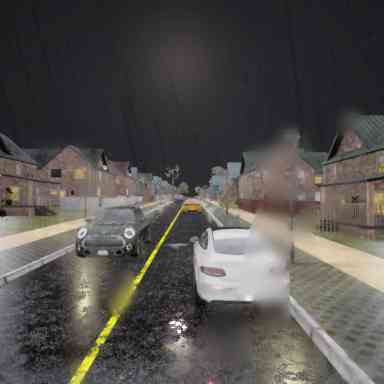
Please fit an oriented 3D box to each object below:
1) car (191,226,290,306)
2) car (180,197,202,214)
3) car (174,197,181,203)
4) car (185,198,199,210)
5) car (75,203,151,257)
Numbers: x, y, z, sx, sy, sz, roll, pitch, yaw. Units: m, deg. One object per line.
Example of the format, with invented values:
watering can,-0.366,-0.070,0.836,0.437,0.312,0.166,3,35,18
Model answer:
car,0.952,1.532,7.903,1.812,1.442,4.674,0,0,0
car,0.029,1.522,36.295,1.882,1.535,5.008,0,0,0
car,-2.842,1.742,71.028,1.895,1.301,4.718,0,0,0
car,-0.018,1.572,46.306,1.837,1.490,4.892,0,0,1
car,-2.867,1.363,12.936,2.097,1.767,4.553,0,0,0
